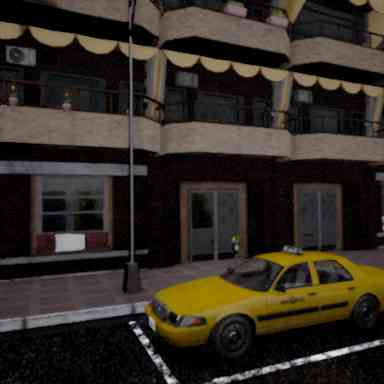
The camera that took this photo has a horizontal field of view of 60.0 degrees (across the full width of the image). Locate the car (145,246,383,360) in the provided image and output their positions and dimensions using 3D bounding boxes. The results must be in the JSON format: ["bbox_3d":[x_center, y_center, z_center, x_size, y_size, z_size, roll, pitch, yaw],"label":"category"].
[{"bbox_3d":[1.613,1.701,6.029,4.829,1.417,1.752,0,-2,-23],"label":"car"}]
